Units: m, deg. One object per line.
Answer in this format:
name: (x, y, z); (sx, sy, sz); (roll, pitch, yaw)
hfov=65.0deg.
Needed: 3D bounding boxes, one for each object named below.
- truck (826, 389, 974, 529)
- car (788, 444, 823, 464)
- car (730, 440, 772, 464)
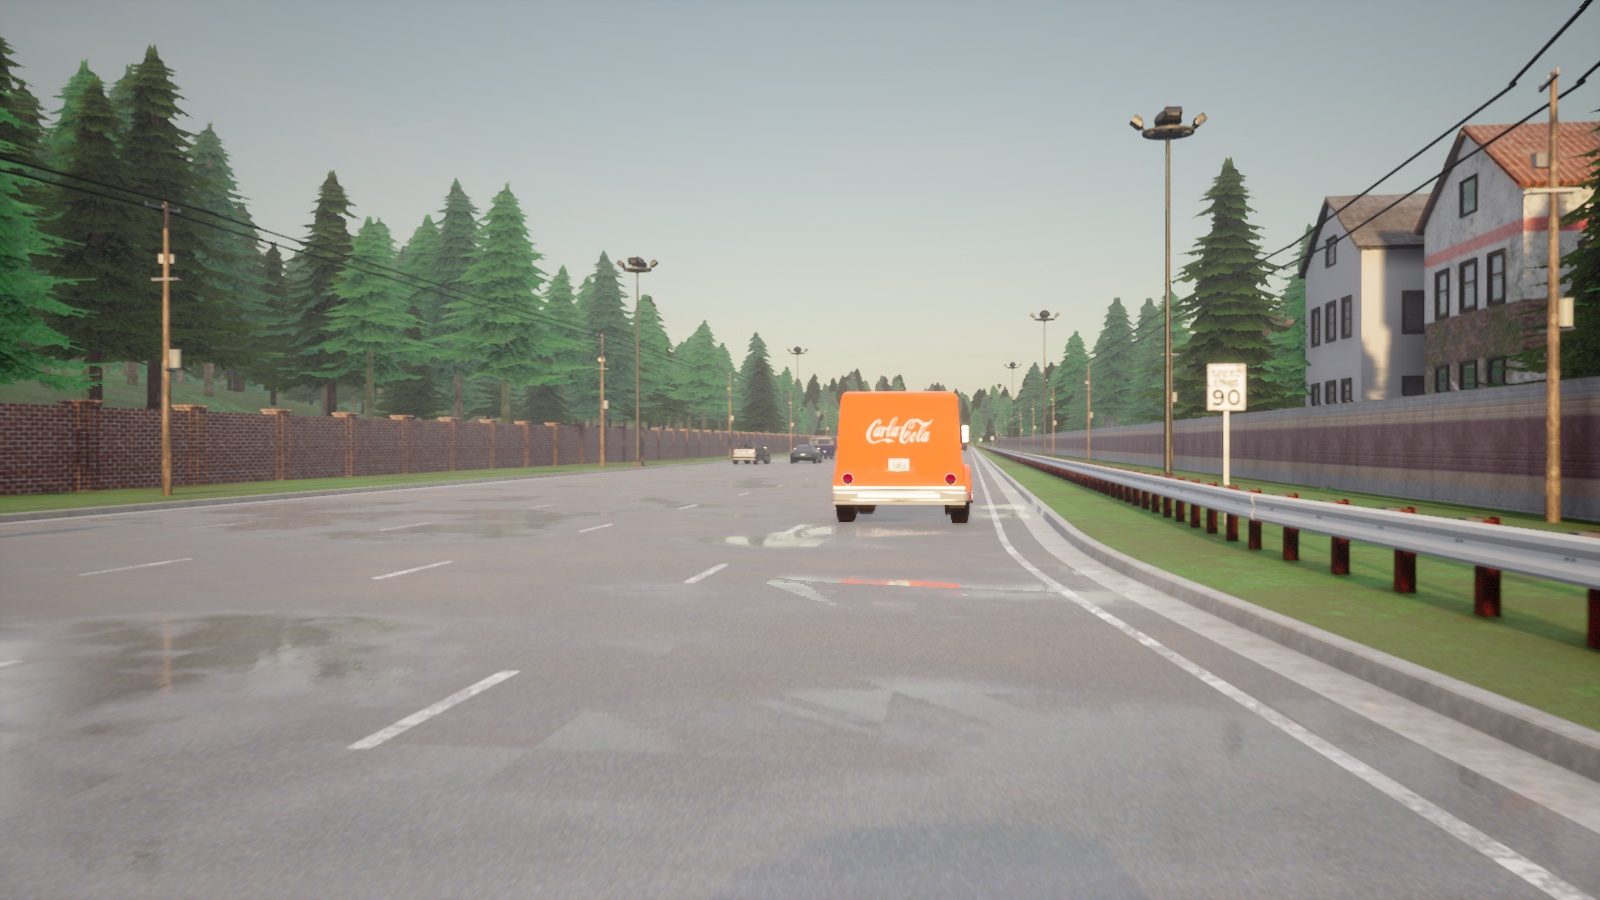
truck: (2.109, 0.126, 24.878); (2.627, 2.467, 5.204); (0, 1, 8)
car: (0.442, 0.288, 91.731); (1.994, 1.385, 4.181); (0, 0, 8)
car: (-3.411, 0.142, 87.650); (1.851, 1.617, 3.988); (0, 0, 15)
